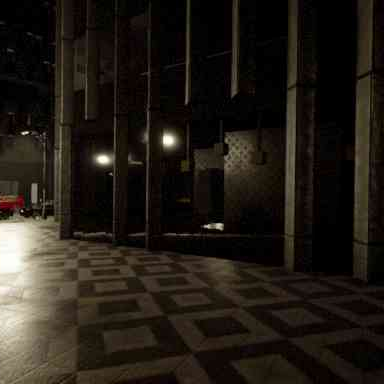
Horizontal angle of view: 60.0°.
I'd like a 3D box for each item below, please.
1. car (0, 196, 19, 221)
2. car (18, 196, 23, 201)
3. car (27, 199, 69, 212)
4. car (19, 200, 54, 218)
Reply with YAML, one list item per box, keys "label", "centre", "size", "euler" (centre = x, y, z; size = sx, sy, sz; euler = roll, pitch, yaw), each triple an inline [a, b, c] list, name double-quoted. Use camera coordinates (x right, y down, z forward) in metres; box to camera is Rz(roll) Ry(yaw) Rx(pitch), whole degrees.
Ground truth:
- label: "car"
  centre: [-17.118, 1.463, 26.616]
  size: [2.192, 1.841, 5.009]
  euler: [1, 0, 35]
- label: "car"
  centre: [-20.818, 1.353, 36.152]
  size: [2.192, 1.841, 5.009]
  euler: [1, 0, 35]
- label: "car"
  centre: [-17.565, 1.634, 40.761]
  size: [1.947, 1.339, 4.313]
  euler: [1, 0, 35]
- label: "car"
  centre: [-13.865, 1.742, 31.226]
  size: [1.947, 1.339, 4.313]
  euler: [1, 0, 35]
